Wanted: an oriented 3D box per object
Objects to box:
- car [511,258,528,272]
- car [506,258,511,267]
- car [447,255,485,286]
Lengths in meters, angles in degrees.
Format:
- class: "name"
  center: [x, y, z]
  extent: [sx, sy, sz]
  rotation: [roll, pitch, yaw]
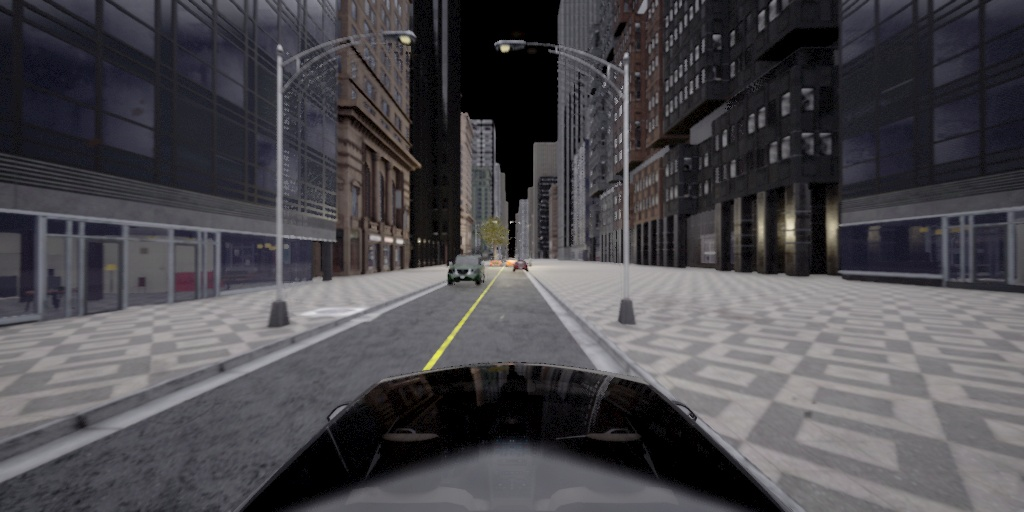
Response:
- class: "car"
  center: [1.072, 1.249, 44.891]
  extent: [1.812, 1.442, 4.674]
  rotation: [0, 0, 0]
- class: "car"
  center: [0.031, 1.074, 63.110]
  extent: [2.097, 1.767, 4.553]
  rotation: [0, 0, 0]
- class: "car"
  center: [-3.087, 0.952, 25.163]
  extent: [2.150, 2.045, 5.566]
  rotation: [0, 0, 0]
